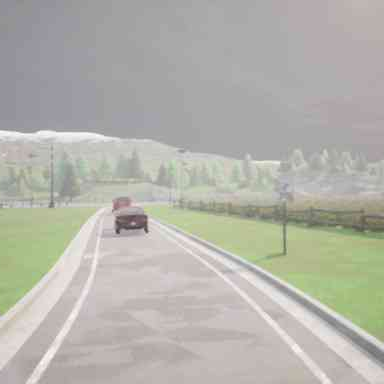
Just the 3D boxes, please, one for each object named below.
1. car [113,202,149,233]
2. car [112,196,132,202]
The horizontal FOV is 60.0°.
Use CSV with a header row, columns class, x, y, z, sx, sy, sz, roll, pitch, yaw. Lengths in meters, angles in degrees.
class,x,y,z,sx,sy,sz,roll,pitch,yaw
car,-3.890,1.638,21.010,1.882,1.535,5.008,0,0,-14
car,-8.532,1.544,40.836,2.150,2.045,5.566,0,0,-12
